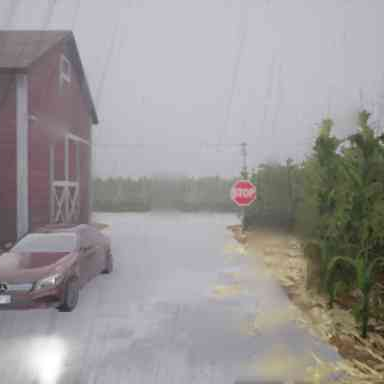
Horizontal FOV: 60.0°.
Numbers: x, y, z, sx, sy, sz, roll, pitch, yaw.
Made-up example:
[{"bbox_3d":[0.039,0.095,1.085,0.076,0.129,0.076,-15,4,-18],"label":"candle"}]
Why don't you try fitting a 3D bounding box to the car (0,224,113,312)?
[{"bbox_3d":[-3.174,1.542,7.902,1.812,1.442,4.674,0,0,0],"label":"car"}]
